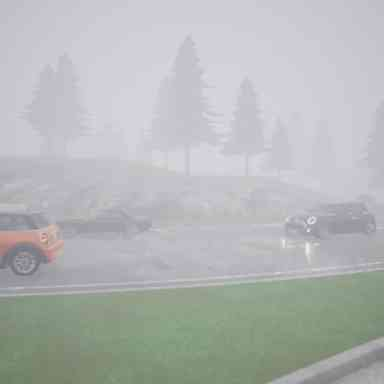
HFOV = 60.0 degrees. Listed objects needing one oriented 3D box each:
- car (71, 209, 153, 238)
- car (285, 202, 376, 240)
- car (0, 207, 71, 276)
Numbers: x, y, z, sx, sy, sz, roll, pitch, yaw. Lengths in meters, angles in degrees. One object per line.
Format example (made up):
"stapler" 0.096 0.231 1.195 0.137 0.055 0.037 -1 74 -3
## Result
"car" -4.394 1.542 16.649 4.718 1.301 1.895 0 0 -11
"car" 6.924 1.299 16.688 4.553 1.767 2.097 0 0 -22
"car" -6.117 1.317 9.437 4.553 1.767 2.097 0 0 -9
